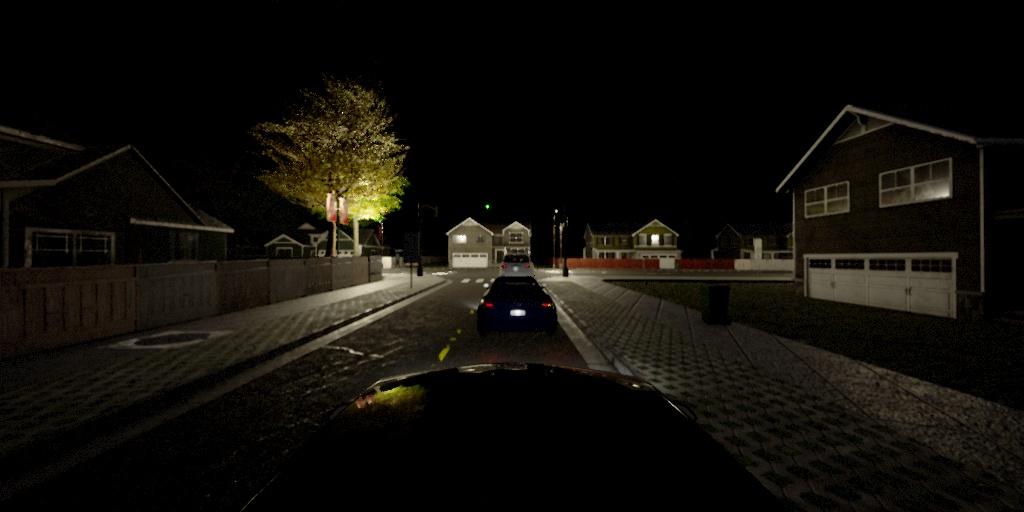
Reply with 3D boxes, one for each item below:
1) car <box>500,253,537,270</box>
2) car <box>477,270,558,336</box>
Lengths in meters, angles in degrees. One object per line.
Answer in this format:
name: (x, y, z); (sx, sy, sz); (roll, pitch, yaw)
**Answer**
car: (0.477, 0.817, 24.974); (2.150, 2.045, 5.566); (0, 1, 5)
car: (0.102, 1.259, 10.236); (1.994, 1.385, 4.181); (0, 0, -1)
